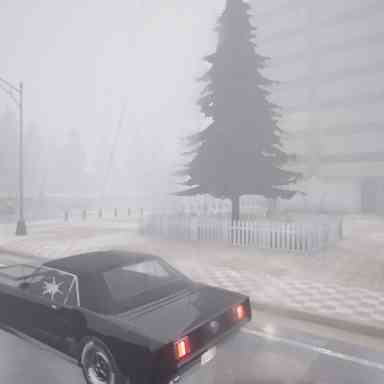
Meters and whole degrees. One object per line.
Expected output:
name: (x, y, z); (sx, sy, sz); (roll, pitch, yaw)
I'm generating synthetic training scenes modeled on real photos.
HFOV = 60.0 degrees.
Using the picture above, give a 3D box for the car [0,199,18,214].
car: (-20.495, 1.477, 33.927); (1.882, 1.535, 5.008); (0, 0, 36)

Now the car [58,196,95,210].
car: (-14.600, 1.352, 42.104); (2.097, 1.767, 4.553); (0, 0, 36)

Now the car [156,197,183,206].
car: (-3.776, 1.547, 57.057); (2.033, 1.411, 5.357); (0, 0, 36)

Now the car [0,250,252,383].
car: (-1.606, 1.601, 5.153); (4.718, 1.301, 1.895); (0, 0, 36)
